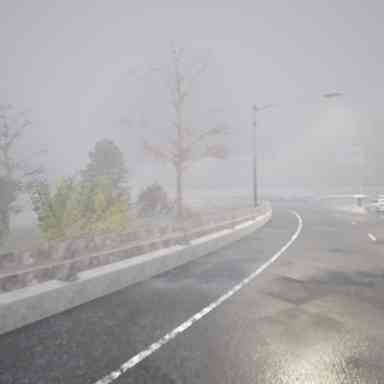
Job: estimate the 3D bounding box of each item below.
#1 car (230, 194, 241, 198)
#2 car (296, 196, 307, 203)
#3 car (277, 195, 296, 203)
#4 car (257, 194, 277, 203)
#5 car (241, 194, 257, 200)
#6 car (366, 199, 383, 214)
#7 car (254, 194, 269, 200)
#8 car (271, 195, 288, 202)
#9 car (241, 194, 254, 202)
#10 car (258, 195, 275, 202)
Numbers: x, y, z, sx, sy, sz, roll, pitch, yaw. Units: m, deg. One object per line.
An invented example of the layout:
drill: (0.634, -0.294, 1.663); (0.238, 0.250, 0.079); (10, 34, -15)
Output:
car: (11.053, 1.243, 83.503); (1.812, 1.442, 4.674); (0, 0, -17)
car: (21.177, 1.408, 66.108); (1.994, 1.385, 4.181); (0, 0, -5)
car: (17.777, 1.420, 64.633); (2.033, 1.411, 5.357); (0, 0, -5)
car: (14.273, 1.247, 64.608); (2.097, 1.767, 4.553); (0, 0, -5)
car: (14.439, 1.177, 84.387); (1.882, 1.535, 5.008); (0, 0, -17)
car: (19.234, 1.406, 33.699); (1.812, 1.442, 4.674); (0, 0, 11)
car: (17.826, 1.205, 85.271); (1.812, 1.442, 4.674); (0, 0, -17)
car: (19.875, 1.411, 75.838); (1.994, 1.385, 4.181); (0, 0, -12)
car: (13.150, 1.374, 73.624); (1.882, 1.535, 5.008); (0, 0, -12)
car: (16.594, 1.377, 74.253); (1.837, 1.490, 4.892); (0, 0, -12)
